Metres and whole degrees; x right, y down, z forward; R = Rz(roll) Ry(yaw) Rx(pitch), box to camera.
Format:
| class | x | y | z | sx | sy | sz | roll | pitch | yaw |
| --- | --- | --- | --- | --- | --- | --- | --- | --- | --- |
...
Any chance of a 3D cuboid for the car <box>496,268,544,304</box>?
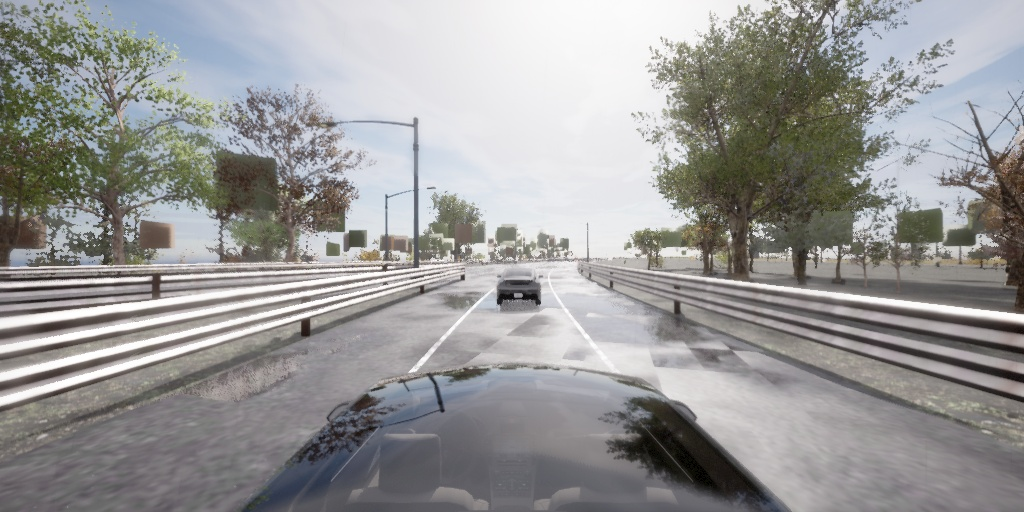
| class | x | y | z | sx | sy | sz | roll | pitch | yaw |
| --- | --- | --- | --- | --- | --- | --- | --- | --- | --- |
| car | 0.353 | 1.261 | 16.158 | 1.837 | 1.490 | 4.892 | 0 | 0 | 3 |
